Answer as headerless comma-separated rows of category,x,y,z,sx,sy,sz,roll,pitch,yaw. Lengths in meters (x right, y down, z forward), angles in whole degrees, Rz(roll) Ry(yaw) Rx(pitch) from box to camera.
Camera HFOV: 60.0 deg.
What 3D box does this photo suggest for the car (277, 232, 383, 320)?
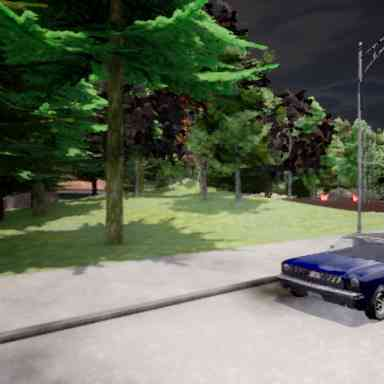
car,4.111,1.651,7.535,4.718,1.301,1.895,0,0,-35
